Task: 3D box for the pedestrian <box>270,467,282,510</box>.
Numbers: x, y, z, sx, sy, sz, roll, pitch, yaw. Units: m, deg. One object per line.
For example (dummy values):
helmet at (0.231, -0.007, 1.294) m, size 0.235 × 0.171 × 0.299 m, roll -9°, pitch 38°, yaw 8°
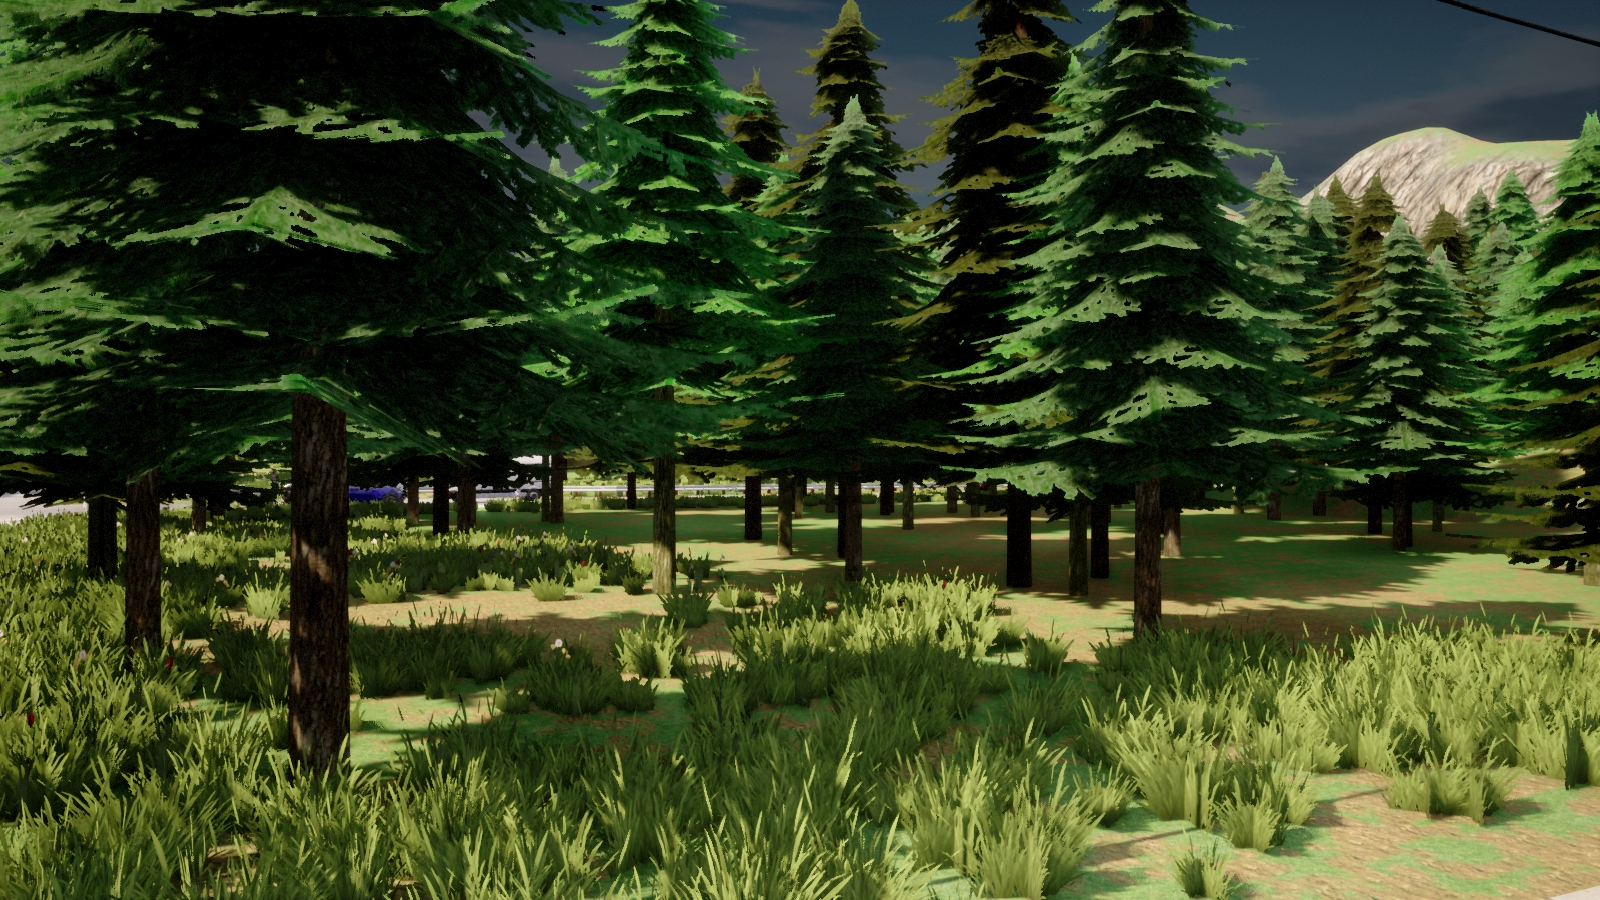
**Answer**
pedestrian at (-22.645, 1.670, 49.395) m, size 0.375 × 1.860 × 0.375 m, roll 0°, pitch 0°, yaw -12°
